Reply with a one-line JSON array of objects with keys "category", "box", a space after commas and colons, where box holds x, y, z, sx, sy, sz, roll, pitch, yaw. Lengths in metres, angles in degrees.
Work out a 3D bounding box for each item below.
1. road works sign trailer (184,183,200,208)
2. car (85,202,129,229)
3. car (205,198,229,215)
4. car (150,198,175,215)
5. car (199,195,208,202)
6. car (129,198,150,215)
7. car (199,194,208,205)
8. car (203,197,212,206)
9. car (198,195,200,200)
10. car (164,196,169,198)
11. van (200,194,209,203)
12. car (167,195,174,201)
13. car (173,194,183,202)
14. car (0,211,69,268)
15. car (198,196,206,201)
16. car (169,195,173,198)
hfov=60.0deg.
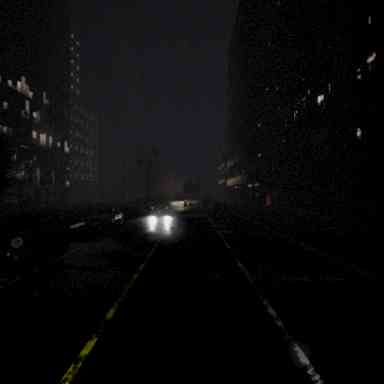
[{"category": "road works sign trailer", "box": [-0.015, 0.502, 49.069, 2.380, 3.560, 2.880, 0, 0, 0]}, {"category": "car", "box": [-5.697, 1.538, 22.032, 1.752, 1.417, 4.829, 0, 0, 0]}, {"category": "car", "box": [2.680, 1.573, 33.269, 2.008, 1.369, 4.403, 0, 0, 0]}, {"category": "car", "box": [-3.107, 1.623, 34.205, 1.895, 1.301, 4.718, 0, 0, 0]}, {"category": "car", "box": [2.666, 1.522, 77.530, 1.967, 1.590, 4.097, 0, 0, 0]}, {"category": "car", "box": [-5.701, 1.573, 33.267, 2.008, 1.369, 4.403, 0, 0, 0]}, {"category": "car", "box": [2.673, 1.486, 55.399, 1.967, 1.590, 4.097, 0, 0, 0]}, {"category": "car", "box": [2.678, 1.578, 38.802, 2.008, 1.369, 4.403, 0, 0, 0]}, {"category": "car", "box": [2.669, 1.645, 66.465, 1.802, 1.307, 4.206, 0, 0, 0]}, {"category": "car", "box": [-5.709, 1.579, 60.760, 1.752, 1.417, 4.829, 0, 0, 0]}, {"category": "van", "box": [2.667, 1.413, 71.998, 1.690, 1.788, 3.998, 0, 0, 0]}, {"category": "car", "box": [-5.717, 1.627, 88.423, 1.752, 1.417, 4.829, 0, 0, 0]}, {"category": "car", "box": [-3.022, 1.257, 74.936, 2.097, 1.767, 4.553, 0, 0, 0]}, {"category": "car", "box": [-5.695, 1.445, 11.136, 1.967, 1.590, 4.097, 0, 0, 0]}, {"category": "car", "box": [2.663, 1.653, 88.595, 2.008, 1.369, 4.403, 0, 0, 0]}, {"category": "car", "box": [-5.713, 1.654, 71.996, 1.802, 1.307, 4.206, 0, 0, 0]}]
